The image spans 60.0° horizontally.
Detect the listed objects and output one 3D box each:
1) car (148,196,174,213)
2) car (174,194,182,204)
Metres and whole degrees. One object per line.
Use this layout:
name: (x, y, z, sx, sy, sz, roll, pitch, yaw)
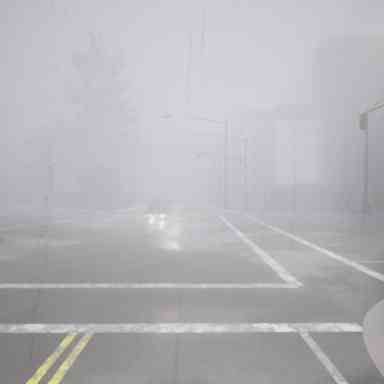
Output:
car: (-3.530, 1.436, 35.920, 2.128, 1.511, 4.902, 0, 0, 2)
car: (-3.372, 1.430, 60.229, 2.033, 1.411, 5.357, 0, 0, 0)
